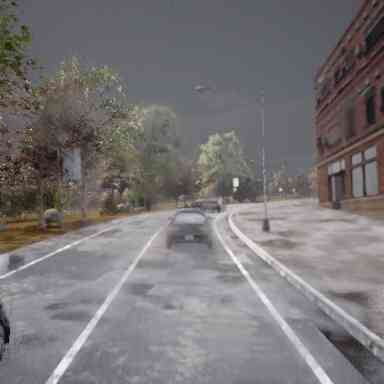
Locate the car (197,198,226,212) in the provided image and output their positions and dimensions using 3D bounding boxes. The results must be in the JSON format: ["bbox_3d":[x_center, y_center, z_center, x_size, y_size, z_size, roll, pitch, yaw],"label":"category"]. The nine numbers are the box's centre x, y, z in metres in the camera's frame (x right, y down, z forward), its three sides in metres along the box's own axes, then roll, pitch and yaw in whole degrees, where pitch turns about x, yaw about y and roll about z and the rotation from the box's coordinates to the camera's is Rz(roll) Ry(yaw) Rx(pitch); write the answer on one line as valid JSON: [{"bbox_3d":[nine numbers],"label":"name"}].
[{"bbox_3d":[2.469,1.362,35.627,2.128,1.511,4.902,-2,0,15],"label":"car"}]

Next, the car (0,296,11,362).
[{"bbox_3d":[-3.379,1.570,2.687,1.994,1.385,4.181,0,0,0],"label":"car"}]

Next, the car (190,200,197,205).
[{"bbox_3d":[1.465,1.491,43.520,2.033,1.411,5.357,-2,-1,22],"label":"car"}]

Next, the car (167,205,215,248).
[{"bbox_3d":[-0.088,1.516,14.578,1.812,1.442,4.674,0,0,0],"label":"car"}]
